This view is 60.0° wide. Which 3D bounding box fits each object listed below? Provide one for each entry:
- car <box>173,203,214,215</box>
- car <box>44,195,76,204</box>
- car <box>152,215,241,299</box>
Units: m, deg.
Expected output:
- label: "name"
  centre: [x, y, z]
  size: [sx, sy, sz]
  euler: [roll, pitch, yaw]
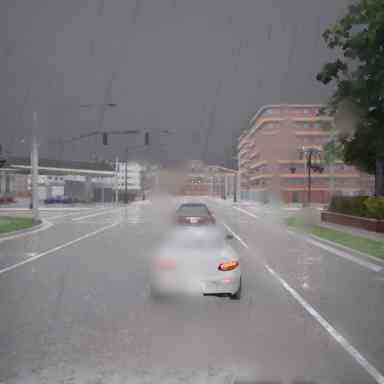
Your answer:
- label: "car"
  centre: [0.079, 1.352, 17.299]
  size: [2.097, 1.767, 4.553]
  euler: [0, 0, 0]
- label: "car"
  centre: [-23.388, 1.295, 58.028]
  size: [4.611, 1.667, 2.242]
  euler: [0, 0, 1]
- label: "car"
  centre: [0.094, 1.526, 8.306]
  size: [1.812, 1.442, 4.674]
  euler: [0, 0, 0]
